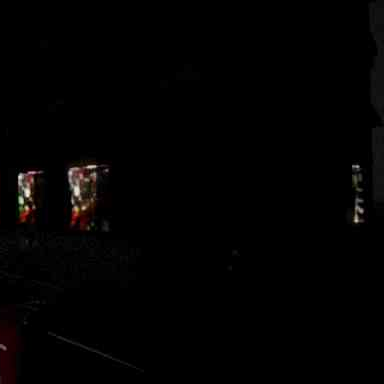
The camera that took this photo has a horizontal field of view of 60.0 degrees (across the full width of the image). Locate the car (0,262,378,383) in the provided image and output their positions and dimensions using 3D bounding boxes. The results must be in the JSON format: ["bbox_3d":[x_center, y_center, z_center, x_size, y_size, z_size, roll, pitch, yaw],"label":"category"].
[{"bbox_3d":[-0.505,1.442,3.254,4.097,1.590,1.967,0,-1,36],"label":"car"}]
